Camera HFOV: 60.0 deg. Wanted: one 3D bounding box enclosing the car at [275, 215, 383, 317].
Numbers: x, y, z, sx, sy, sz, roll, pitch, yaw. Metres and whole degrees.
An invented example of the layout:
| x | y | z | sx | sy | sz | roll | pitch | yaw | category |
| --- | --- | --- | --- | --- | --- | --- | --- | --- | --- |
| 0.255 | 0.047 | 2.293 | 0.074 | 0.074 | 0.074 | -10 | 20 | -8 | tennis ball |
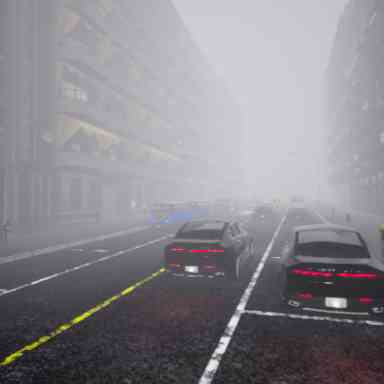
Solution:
| x | y | z | sx | sy | sz | roll | pitch | yaw | category |
| --- | --- | --- | --- | --- | --- | --- | --- | --- | --- |
| 2.985 | 1.496 | 7.563 | 1.837 | 1.490 | 4.892 | -1 | 0 | 17 | car |

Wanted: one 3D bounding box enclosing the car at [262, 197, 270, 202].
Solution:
| x | y | z | sx | sy | sz | roll | pitch | yaw | category |
| --- | --- | --- | --- | --- | --- | --- | --- | --- | --- |
| 20.116 | 1.975 | 90.216 | 1.802 | 1.307 | 4.206 | 0 | 0 | 17 | car |

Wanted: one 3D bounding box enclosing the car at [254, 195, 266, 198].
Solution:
| x | y | z | sx | sy | sz | roll | pitch | yaw | category |
| --- | --- | --- | --- | --- | --- | --- | --- | --- | --- |
| 13.515 | 1.604 | 69.100 | 2.192 | 1.841 | 5.009 | 0 | 0 | 17 | car |

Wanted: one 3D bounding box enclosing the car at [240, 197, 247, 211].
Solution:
| x | y | z | sx | sy | sz | roll | pitch | yaw | category |
| --- | --- | --- | --- | --- | --- | --- | --- | --- | --- |
| 5.263 | 1.518 | 42.707 | 2.192 | 1.841 | 5.009 | 0 | 0 | 17 | car |

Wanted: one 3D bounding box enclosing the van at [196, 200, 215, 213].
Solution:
| x | y | z | sx | sy | sz | roll | pitch | yaw | category |
| --- | --- | --- | --- | --- | --- | --- | --- | --- | --- |
| 0.312 | 1.511 | 26.873 | 1.690 | 1.788 | 3.998 | 0 | 0 | 17 | van |

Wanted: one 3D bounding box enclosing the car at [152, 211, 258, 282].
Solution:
| x | y | z | sx | sy | sz | roll | pitch | yaw | category |
| --- | --- | --- | --- | --- | --- | --- | --- | --- | --- |
| 0.708 | 1.554 | 10.065 | 1.837 | 1.490 | 4.892 | -1 | 0 | 17 | car |

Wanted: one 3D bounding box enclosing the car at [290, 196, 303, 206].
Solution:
| x | y | z | sx | sy | sz | roll | pitch | yaw | category |
| --- | --- | --- | --- | --- | --- | --- | --- | --- | --- |
| 17.684 | 1.538 | 56.148 | 1.967 | 1.590 | 4.097 | 0 | 0 | 17 | car |

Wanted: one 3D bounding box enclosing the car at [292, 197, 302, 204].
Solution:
| x | y | z | sx | sy | sz | roll | pitch | yaw | category |
| --- | --- | --- | --- | --- | --- | --- | --- | --- | --- |
| 20.985 | 1.720 | 66.706 | 1.802 | 1.307 | 4.206 | 0 | 0 | 17 | car |

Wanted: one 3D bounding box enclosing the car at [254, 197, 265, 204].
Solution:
| x | y | z | sx | sy | sz | roll | pitch | yaw | category |
| --- | --- | --- | --- | --- | --- | --- | --- | --- | --- |
| 15.164 | 1.857 | 74.379 | 1.887 | 1.381 | 4.507 | 0 | 0 | 17 | car |

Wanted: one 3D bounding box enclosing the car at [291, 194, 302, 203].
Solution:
| x | y | z | sx | sy | sz | roll | pitch | yaw | category |
| --- | --- | --- | --- | --- | --- | --- | --- | --- | --- |
| 24.287 | 1.502 | 77.265 | 2.192 | 1.841 | 5.009 | 0 | 0 | 17 | car |

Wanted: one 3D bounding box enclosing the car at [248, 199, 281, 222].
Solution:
| x | y | z | sx | sy | sz | roll | pitch | yaw | category |
| --- | --- | --- | --- | --- | --- | --- | --- | --- | --- |
| 5.878 | 1.594 | 26.598 | 1.812 | 1.442 | 4.674 | -1 | 0 | 17 | car |

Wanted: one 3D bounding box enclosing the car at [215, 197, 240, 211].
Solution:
| x | y | z | sx | sy | sz | roll | pitch | yaw | category |
| --- | --- | --- | --- | --- | --- | --- | --- | --- | --- |
| 3.613 | 1.506 | 37.429 | 2.192 | 1.841 | 5.009 | 0 | 0 | 17 | car |

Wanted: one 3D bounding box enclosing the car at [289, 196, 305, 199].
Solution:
| x | y | z | sx | sy | sz | roll | pitch | yaw | category |
| --- | --- | --- | --- | --- | --- | --- | --- | --- | --- |
| 11.121 | 1.480 | 35.019 | 1.967 | 1.590 | 4.097 | 0 | 0 | 17 | car |

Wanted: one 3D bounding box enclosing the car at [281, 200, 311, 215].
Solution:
| x | y | z | sx | sy | sz | roll | pitch | yaw | category |
| --- | --- | --- | --- | --- | --- | --- | --- | --- | --- |
| 7.813 | 1.564 | 24.463 | 1.887 | 1.381 | 4.507 | 0 | 0 | 17 | car |

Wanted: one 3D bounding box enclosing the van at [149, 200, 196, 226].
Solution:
| x | y | z | sx | sy | sz | roll | pitch | yaw | category |
| --- | --- | --- | --- | --- | --- | --- | --- | --- | --- |
| -1.338 | 1.503 | 21.593 | 1.690 | 1.788 | 3.998 | 0 | 0 | 17 | van |

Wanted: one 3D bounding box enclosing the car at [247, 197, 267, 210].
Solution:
| x | y | z | sx | sy | sz | roll | pitch | yaw | category |
| --- | --- | --- | --- | --- | --- | --- | --- | --- | --- |
| 8.436 | 1.761 | 44.364 | 1.895 | 1.301 | 4.718 | -1 | 0 | 18 | car |

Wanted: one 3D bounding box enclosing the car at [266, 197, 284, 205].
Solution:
| x | y | z | sx | sy | sz | roll | pitch | yaw | category |
| --- | --- | --- | --- | --- | --- | --- | --- | --- | --- |
| 11.206 | 1.564 | 43.974 | 1.801 | 1.575 | 5.366 | -1 | 0 | 17 | car |
